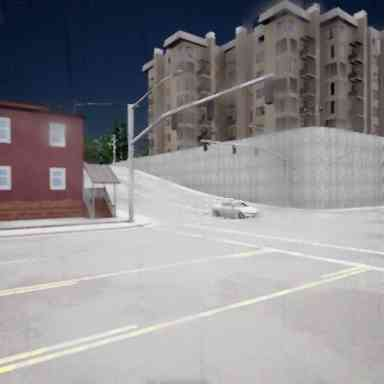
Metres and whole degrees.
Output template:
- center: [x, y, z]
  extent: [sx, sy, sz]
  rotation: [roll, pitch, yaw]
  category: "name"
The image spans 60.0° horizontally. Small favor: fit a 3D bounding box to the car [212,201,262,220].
- center: [3.485, 1.436, 26.640]
  extent: [1.812, 1.442, 4.674]
  rotation: [0, 2, -35]
  category: "car"
